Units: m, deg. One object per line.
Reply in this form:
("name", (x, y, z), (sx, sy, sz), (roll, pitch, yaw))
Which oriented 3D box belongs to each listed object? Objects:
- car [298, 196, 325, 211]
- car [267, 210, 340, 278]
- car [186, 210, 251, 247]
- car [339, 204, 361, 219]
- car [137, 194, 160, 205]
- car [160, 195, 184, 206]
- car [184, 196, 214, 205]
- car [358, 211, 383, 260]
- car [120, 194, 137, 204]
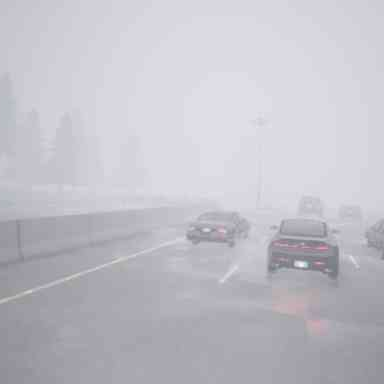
("car", (11.582, 1.424, 32.349), (2.150, 2.045, 5.566), (2, 0, 23))
("car", (3.525, 1.562, 10.563), (1.837, 1.490, 4.892), (2, 0, 19))
("car", (1.374, 1.511, 15.008), (2.033, 1.411, 5.357), (2, 0, 19))
("car", (15.419, 1.892, 32.400), (1.994, 1.385, 4.181), (2, 0, 23))
("car", (-5.150, 1.074, 46.856), (2.128, 1.511, 4.902), (2, 0, 25))
("car", (-1.945, 1.173, 45.454), (1.882, 1.535, 5.008), (2, 0, 25))
("car", (1.315, 1.352, 44.178), (2.033, 1.411, 5.357), (2, 0, 25))
("car", (8.001, 1.739, 12.761), (2.033, 1.411, 5.357), (2, 0, 19))
("car", (-8.203, 1.018, 48.599), (2.033, 1.411, 5.357), (2, 0, 25))
